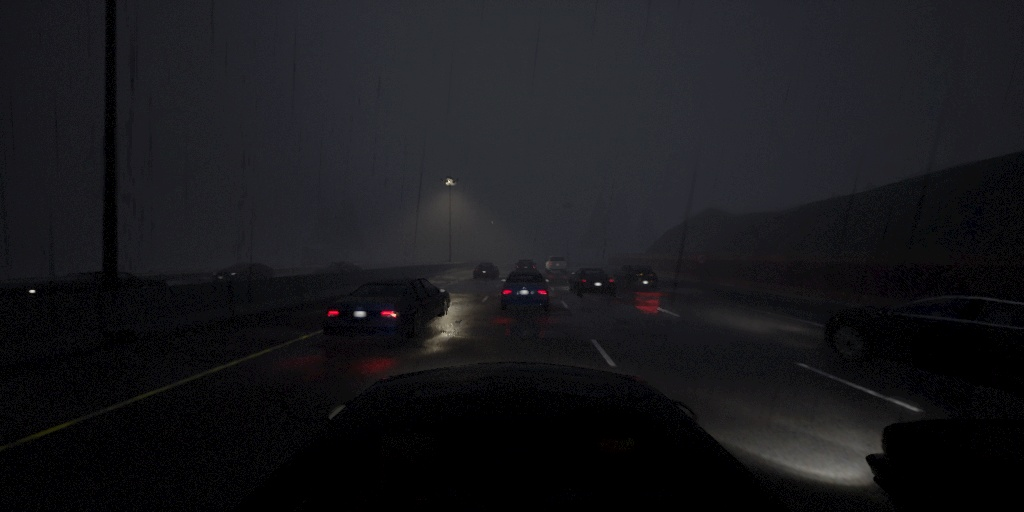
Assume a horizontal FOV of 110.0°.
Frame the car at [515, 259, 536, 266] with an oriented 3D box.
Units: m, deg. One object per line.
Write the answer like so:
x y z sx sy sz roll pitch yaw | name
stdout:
1.396 1.108 36.287 2.097 1.767 4.553 0 0 2 | car

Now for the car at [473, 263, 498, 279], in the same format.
-2.270 1.309 32.215 1.994 1.385 4.181 0 0 2 | car

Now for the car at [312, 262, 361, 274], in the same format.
-13.174 1.204 27.144 2.128 1.511 4.902 0 0 2 | car

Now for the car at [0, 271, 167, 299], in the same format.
-17.195 1.301 14.542 1.895 1.301 4.718 0 0 2 | car

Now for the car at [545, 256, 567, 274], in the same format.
5.137 0.989 42.134 2.150 2.045 5.566 0 0 2 | car

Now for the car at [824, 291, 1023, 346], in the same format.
7.235 1.263 5.285 2.128 1.511 4.902 0 0 1 | car

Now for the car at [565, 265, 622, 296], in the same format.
4.221 1.327 19.289 1.994 1.385 4.181 0 0 2 | car

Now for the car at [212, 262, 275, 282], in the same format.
-20.167 1.218 27.246 1.812 1.442 4.674 0 0 2 | car

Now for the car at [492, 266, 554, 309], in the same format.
0.540 1.300 14.832 2.033 1.411 5.357 0 0 3 | car

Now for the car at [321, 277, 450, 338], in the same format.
-3.147 1.289 10.147 2.033 1.411 5.357 0 0 2 | car

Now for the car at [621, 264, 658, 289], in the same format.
7.883 1.279 23.326 1.837 1.490 4.892 0 0 2 | car

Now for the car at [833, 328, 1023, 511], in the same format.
3.623 1.308 0.211 2.033 1.411 5.357 0 0 0 | car
